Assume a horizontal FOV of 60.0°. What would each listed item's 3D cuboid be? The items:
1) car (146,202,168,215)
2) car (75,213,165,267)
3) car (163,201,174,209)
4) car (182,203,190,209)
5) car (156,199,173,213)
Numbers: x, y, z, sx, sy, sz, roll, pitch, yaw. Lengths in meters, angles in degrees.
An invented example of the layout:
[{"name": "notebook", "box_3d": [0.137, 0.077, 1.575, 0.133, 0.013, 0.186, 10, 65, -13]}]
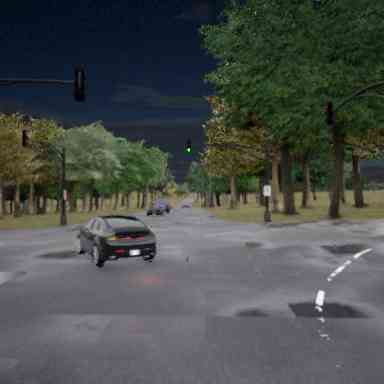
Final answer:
[{"name": "car", "box_3d": [-4.160, 2.173, 38.436, 1.895, 1.301, 4.718, 0, -1, -1]}, {"name": "car", "box_3d": [-2.866, 1.587, 11.896, 1.837, 1.490, 4.892, 1, -2, -29]}, {"name": "car", "box_3d": [-4.744, 2.694, 68.858, 2.097, 1.767, 4.553, 0, -2, -1]}, {"name": "car", "box_3d": [-1.478, 3.316, 79.379, 1.895, 1.301, 4.718, 0, -2, -1]}, {"name": "car", "box_3d": [-4.357, 2.012, 48.303, 2.150, 2.045, 5.566, 0, -1, -2]}]
